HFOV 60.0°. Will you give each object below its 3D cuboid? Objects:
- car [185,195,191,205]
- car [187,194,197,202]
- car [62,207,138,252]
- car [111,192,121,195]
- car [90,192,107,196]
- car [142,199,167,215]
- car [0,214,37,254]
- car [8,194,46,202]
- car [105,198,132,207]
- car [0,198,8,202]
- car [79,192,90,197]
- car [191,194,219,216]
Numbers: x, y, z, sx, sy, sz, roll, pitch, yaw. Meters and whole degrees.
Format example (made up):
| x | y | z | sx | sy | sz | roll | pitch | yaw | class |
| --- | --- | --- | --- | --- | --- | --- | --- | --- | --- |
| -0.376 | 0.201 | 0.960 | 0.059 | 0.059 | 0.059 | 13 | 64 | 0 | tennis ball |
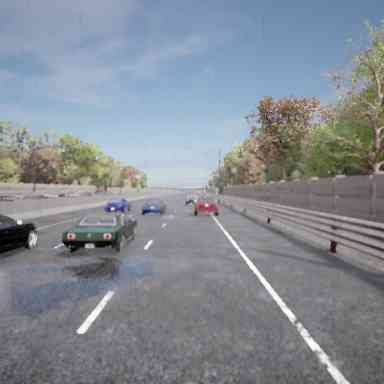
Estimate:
| x | y | z | sx | sy | sz | roll | pitch | yaw | class |
| --- | --- | --- | --- | --- | --- | --- | --- | --- | --- |
| 0.003 | 1.227 | 49.522 | 1.895 | 1.301 | 4.718 | 0 | 0 | 0 | car |
| -0.006 | 1.129 | 64.008 | 1.895 | 1.301 | 4.718 | 0 | 0 | 0 | car |
| -3.401 | 1.487 | 13.297 | 1.895 | 1.301 | 4.718 | 0 | 0 | 0 | car |
| -17.507 | 0.692 | 76.919 | 2.128 | 1.511 | 4.902 | 0 | 0 | 0 | car |
| -21.007 | 0.744 | 76.503 | 2.033 | 1.411 | 5.357 | 0 | 0 | 0 | car |
| -3.400 | 1.320 | 30.703 | 1.994 | 1.385 | 4.181 | 0 | 0 | 0 | car |
| -6.900 | 1.384 | 10.861 | 1.882 | 1.535 | 5.008 | 0 | 0 | 0 | car |
| -17.592 | 1.067 | 36.450 | 2.097 | 1.767 | 4.553 | 0 | 0 | 0 | car |
| -6.899 | 1.277 | 31.239 | 1.812 | 1.442 | 4.674 | 0 | 0 | 0 | car |
| -21.099 | 1.274 | 34.810 | 2.033 | 1.411 | 5.357 | 0 | 0 | 0 | car |
| -24.507 | 0.666 | 76.918 | 1.837 | 1.490 | 4.892 | 0 | 0 | 0 | car |
| 1.221 | 1.114 | 29.808 | 2.097 | 1.767 | 4.553 | 0 | 0 | 0 | car |
